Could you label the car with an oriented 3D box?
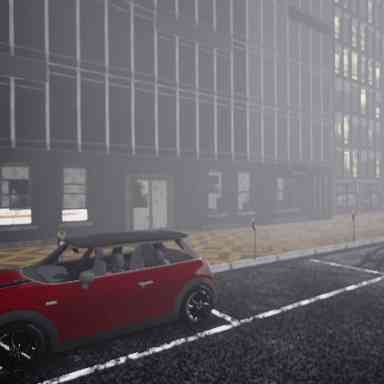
[{"bbox_3d":[-1.627,1.434,5.404,4.097,1.590,1.967,0,0,-35],"label":"car"}]
